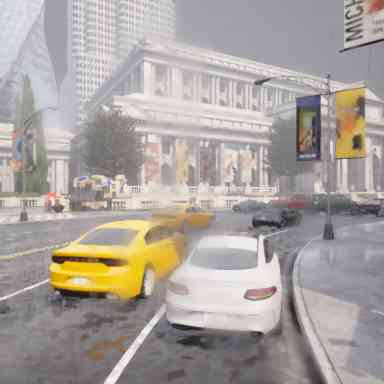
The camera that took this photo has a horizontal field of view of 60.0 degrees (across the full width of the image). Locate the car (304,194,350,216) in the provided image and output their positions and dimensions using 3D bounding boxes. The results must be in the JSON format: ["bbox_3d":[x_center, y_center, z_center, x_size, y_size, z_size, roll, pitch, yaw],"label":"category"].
[{"bbox_3d":[14.112,1.224,32.963,5.566,2.045,2.150,0,0,-31],"label":"car"}]

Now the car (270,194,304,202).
[{"bbox_3d":[10.514,1.227,35.070,5.566,2.045,2.150,1,0,-31],"label":"car"}]

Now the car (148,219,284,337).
[{"bbox_3d":[0.836,1.525,6.696,1.812,1.442,4.674,0,0,13],"label":"car"}]

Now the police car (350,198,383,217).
[{"bbox_3d":[17.480,1.429,30.942,5.238,1.638,1.930,0,0,-30],"label":"police car"}]

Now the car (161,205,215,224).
[{"bbox_3d":[-0.370,1.477,19.586,1.882,1.535,5.008,0,0,31],"label":"car"}]

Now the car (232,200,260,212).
[{"bbox_3d":[6.398,1.565,36.520,4.181,1.385,1.994,0,0,-34],"label":"car"}]

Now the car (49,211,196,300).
[{"bbox_3d":[-1.465,1.477,8.539,1.882,1.535,5.008,0,0,14],"label":"car"}]

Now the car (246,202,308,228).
[{"bbox_3d":[5.630,1.565,21.732,1.994,1.385,4.181,0,0,39],"label":"car"}]
